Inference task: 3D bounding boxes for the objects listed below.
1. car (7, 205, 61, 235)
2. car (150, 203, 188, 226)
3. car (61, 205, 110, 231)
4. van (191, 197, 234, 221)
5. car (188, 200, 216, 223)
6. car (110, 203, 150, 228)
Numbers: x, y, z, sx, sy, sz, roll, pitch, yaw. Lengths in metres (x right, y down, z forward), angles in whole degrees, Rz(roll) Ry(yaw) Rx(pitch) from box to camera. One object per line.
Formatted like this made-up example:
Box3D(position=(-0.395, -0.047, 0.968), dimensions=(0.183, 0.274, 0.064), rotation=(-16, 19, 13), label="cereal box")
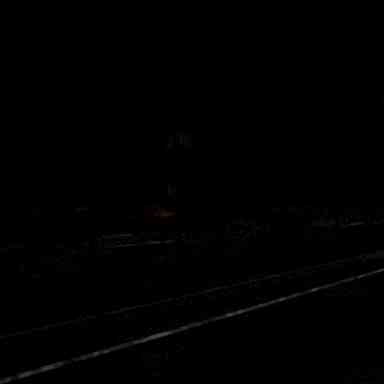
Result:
Box3D(position=(-9.692, 1.543, 19.817), dimensions=(2.097, 1.535, 5.008), rotation=(0, 0, -36), label="car")
Box3D(position=(-2.810, 1.577, 24.503), dimensions=(1.946, 1.575, 5.366), rotation=(0, 0, -36), label="car")
Box3D(position=(-7.428, 1.556, 21.422), dimensions=(2.231, 1.521, 4.892), rotation=(0, 0, -36), label="car")
Box3D(position=(1.666, 1.379, 27.789), dimensions=(1.878, 1.987, 4.442), rotation=(0, 0, -36), label="van")
Box3D(position=(-0.676, 1.622, 26.294), dimensions=(2.163, 1.488, 4.792), rotation=(0, 0, -36), label="car")
Box3D(position=(-5.191, 1.597, 23.064), dimensions=(2.163, 1.488, 4.792), rotation=(0, 0, -36), label="car")
